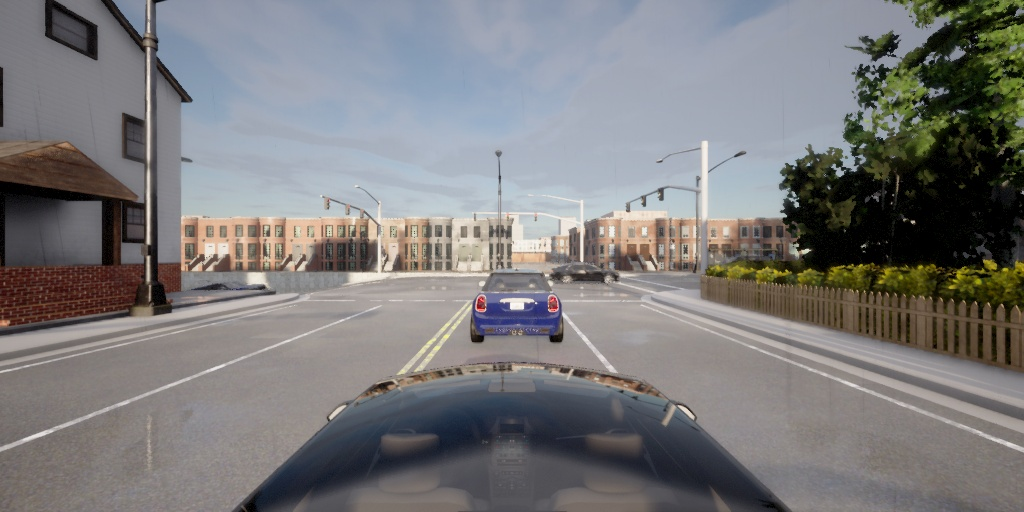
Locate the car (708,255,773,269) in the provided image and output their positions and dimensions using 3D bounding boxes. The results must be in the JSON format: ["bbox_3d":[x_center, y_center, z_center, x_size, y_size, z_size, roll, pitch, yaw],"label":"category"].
[{"bbox_3d":[18.743,0.971,29.598,5.566,2.045,2.150,0,0,0],"label":"car"}]

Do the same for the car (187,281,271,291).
[{"bbox_3d":[-20.561,2.882,25.764,5.566,2.045,2.150,-13,1,0],"label":"car"}]

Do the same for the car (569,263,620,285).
[{"bbox_3d":[5.241,1.255,25.864,4.892,1.490,1.837,0,0,0],"label":"car"}]

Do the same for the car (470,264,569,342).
[{"bbox_3d":[0.111,1.102,9.888,2.097,1.767,4.553,0,0,0],"label":"car"}]
